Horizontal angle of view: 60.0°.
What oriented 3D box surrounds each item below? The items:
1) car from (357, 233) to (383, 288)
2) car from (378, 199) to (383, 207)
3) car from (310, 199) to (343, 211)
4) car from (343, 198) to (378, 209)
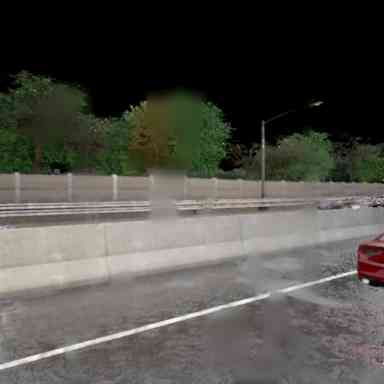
[{"bbox_3d":[5.953,1.445,7.972,5.008,1.535,1.882,0,0,-35],"label":"car"},{"bbox_3d":[19.689,1.362,30.759,5.008,1.535,1.882,0,0,-35],"label":"car"},{"bbox_3d":[14.621,1.451,35.752,4.181,1.385,1.994,0,0,-35],"label":"car"},{"bbox_3d":[17.928,1.374,33.798,4.902,1.511,2.128,0,0,-35],"label":"car"}]
